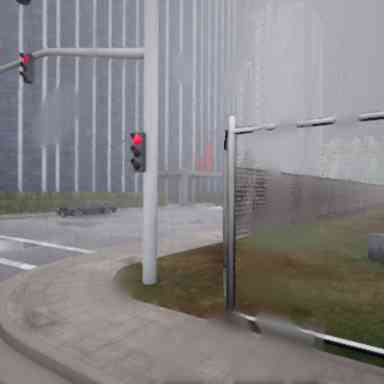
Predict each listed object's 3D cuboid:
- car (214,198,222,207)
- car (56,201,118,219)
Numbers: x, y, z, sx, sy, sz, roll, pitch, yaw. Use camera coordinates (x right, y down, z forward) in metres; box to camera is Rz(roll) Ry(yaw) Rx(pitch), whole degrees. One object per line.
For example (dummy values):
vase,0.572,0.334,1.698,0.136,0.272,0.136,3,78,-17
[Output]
car,4.710,1.330,44.776,1.994,1.385,4.181,1,0,36
car,-8.334,1.366,26.554,1.895,1.301,4.718,1,0,36
